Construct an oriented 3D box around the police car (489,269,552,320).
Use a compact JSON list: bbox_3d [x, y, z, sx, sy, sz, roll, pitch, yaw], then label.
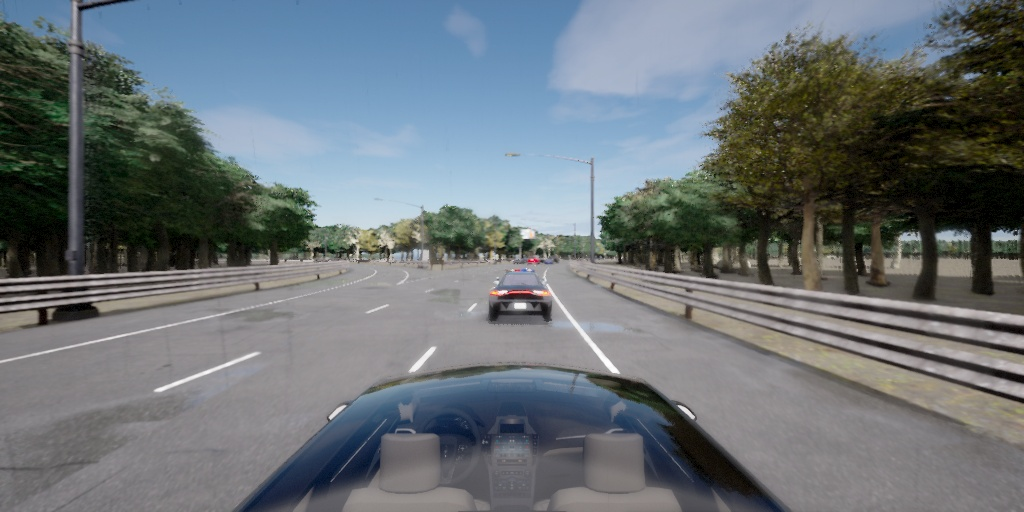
[{"bbox_3d":[0.306,1.254,12.699,2.038,1.542,4.974,0,0,1],"label":"police car"}]
